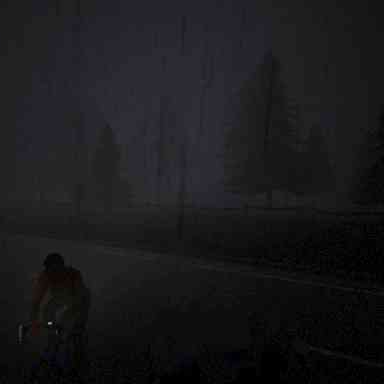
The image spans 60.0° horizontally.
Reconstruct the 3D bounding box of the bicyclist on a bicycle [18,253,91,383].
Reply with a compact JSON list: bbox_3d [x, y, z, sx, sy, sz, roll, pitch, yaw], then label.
[{"bbox_3d":[-1.403,1.453,3.560,0.582,1.620,1.656,0,0,1],"label":"bicyclist on a bicycle"}]
